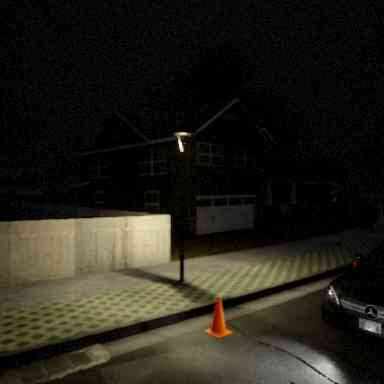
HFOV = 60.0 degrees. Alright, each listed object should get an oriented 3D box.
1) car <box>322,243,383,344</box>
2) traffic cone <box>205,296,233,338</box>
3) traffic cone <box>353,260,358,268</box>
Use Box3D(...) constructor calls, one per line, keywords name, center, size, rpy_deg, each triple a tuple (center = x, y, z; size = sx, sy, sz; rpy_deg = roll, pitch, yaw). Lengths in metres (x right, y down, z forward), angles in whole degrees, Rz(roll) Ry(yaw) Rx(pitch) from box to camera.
Box3D(name="car", center=(4.206, 1.594, 6.060), size=(4.674, 1.442, 1.812), rpy_deg=(1, 0, -40))
Box3D(name="traffic cone", center=(0.440, 1.992, 5.416), size=(0.340, 0.580, 0.340), rpy_deg=(1, -1, -38))
Box3D(name="traffic cone", center=(4.203, 2.041, 8.529), size=(0.340, 0.580, 0.340), rpy_deg=(1, -1, -41))
